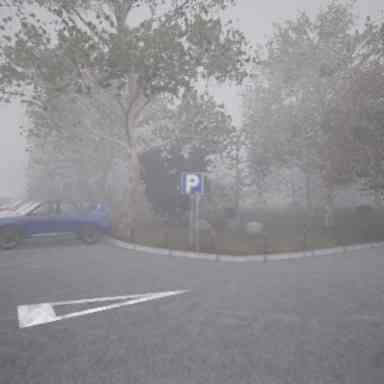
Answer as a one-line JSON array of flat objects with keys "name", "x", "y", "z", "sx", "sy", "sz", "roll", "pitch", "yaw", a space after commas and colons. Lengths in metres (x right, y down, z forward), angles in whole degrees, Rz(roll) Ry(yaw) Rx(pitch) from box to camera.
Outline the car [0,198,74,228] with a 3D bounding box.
[{"name": "car", "x": -11.984, "y": 1.448, "z": 24.856, "sx": 5.566, "sy": 2.045, "sz": 2.435, "roll": 1, "pitch": -1, "yaw": -30}]

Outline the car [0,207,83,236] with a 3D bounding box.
[{"name": "car", "x": -9.230, "y": 1.695, "z": 20.154, "sx": 4.674, "sy": 1.452, "sz": 2.002, "roll": 1, "pitch": -1, "yaw": -30}]

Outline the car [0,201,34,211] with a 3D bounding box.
[{"name": "car", "x": -25.919, "y": 2.030, "z": 48.959, "sx": 4.674, "sy": 1.452, "sz": 2.002, "roll": 1, "pitch": -1, "yaw": -30}]

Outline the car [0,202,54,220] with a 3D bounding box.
[{"name": "car", "x": -16.158, "y": 1.780, "z": 32.089, "sx": 5.008, "sy": 1.535, "sz": 2.097, "roll": 1, "pitch": -1, "yaw": -30}]

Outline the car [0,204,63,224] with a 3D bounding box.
[{"name": "car", "x": -13.333, "y": 1.755, "z": 27.288, "sx": 4.792, "sy": 1.488, "sz": 2.163, "roll": 1, "pitch": -1, "yaw": -30}]

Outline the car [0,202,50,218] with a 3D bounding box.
[{"name": "car", "x": -17.711, "y": 1.803, "z": 34.409, "sx": 5.366, "sy": 1.575, "sz": 1.946, "roll": 1, "pitch": -1, "yaw": -30}]

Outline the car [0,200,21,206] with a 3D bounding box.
[{"name": "car", "x": -44.346, "y": 2.708, "z": 80.853, "sx": 4.674, "sy": 1.452, "sz": 2.002, "roll": 1, "pitch": -1, "yaw": -30}]

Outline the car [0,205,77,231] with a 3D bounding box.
[{"name": "car", "x": -10.567, "y": 1.676, "z": 22.454, "sx": 5.008, "sy": 1.535, "sz": 2.097, "roll": 1, "pitch": -1, "yaw": -30}]

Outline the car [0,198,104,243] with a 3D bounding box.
[{"name": "car", "x": -7.792, "y": 1.382, "z": 17.629, "sx": 5.566, "sy": 2.045, "sz": 2.435, "roll": 1, "pitch": -1, "yaw": -30}]

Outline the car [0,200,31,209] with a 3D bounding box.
[{"name": "car", "x": -30.105, "y": 2.117, "z": 56.190, "sx": 5.008, "sy": 1.535, "sz": 2.097, "roll": 1, "pitch": -1, "yaw": -30}]

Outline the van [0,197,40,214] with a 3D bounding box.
[{"name": "van", "x": -21.639, "y": 1.666, "z": 41.794, "sx": 4.442, "sy": 1.987, "sz": 1.878, "roll": 1, "pitch": -1, "yaw": -30}]

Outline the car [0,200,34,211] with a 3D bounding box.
[{"name": "car", "x": -27.311, "y": 2.028, "z": 51.374, "sx": 5.008, "sy": 1.535, "sz": 2.097, "roll": 1, "pitch": -1, "yaw": -30}]

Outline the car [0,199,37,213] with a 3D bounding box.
[{"name": "car", "x": -23.160, "y": 1.796, "z": 44.125, "sx": 4.553, "sy": 1.767, "sz": 2.185, "roll": 1, "pitch": -1, "yaw": -30}]

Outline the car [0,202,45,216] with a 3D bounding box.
[{"name": "car", "x": -18.950, "y": 1.876, "z": 36.910, "sx": 4.674, "sy": 1.452, "sz": 2.002, "roll": 1, "pitch": -1, "yaw": -30}]

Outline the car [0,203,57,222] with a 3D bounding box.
[{"name": "car", "x": -14.781, "y": 1.782, "z": 29.668, "sx": 4.792, "sy": 1.488, "sz": 2.163, "roll": 1, "pitch": -1, "yaw": -30}]

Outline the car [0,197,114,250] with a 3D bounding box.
[{"name": "car", "x": -6.455, "y": 1.364, "z": 15.327, "sx": 5.566, "sy": 2.045, "sz": 2.435, "roll": 1, "pitch": -1, "yaw": -30}]
